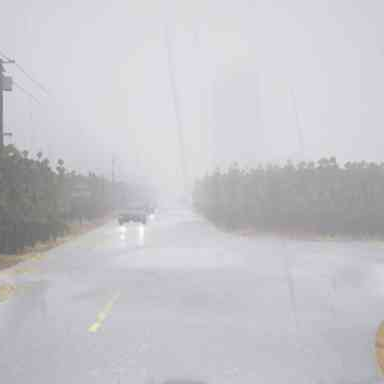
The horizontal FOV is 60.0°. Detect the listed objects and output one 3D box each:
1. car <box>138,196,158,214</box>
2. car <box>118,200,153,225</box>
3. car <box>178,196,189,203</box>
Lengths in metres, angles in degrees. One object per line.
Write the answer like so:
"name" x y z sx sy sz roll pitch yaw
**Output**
"car" -4.964 1.336 34.891 2.097 1.767 4.553 0 0 -4
"car" -4.139 1.537 24.219 2.033 1.411 5.357 0 0 -4
"car" -1.680 1.497 66.143 1.812 1.442 4.674 0 0 4
